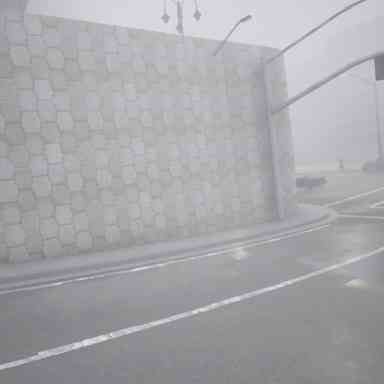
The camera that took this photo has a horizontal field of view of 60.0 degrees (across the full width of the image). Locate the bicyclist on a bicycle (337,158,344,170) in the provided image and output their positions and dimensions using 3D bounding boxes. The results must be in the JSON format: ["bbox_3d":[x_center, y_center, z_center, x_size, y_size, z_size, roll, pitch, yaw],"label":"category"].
[{"bbox_3d":[20.070,-3.821,44.860,1.656,1.620,0.582,-11,6,-35],"label":"bicyclist on a bicycle"}]

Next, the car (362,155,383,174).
[{"bbox_3d":[20.590,-3.015,34.202,2.150,2.045,5.566,-11,6,-35],"label":"car"}]

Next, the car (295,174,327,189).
[{"bbox_3d":[10.012,-1.014,30.943,1.895,1.301,4.718,-11,6,-35],"label":"car"}]
